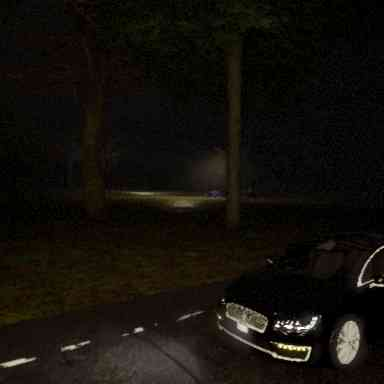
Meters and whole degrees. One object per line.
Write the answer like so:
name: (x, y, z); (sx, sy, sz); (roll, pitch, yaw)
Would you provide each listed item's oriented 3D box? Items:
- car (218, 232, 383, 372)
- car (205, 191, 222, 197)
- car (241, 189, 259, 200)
car: (2.637, 1.516, 5.745); (4.892, 1.490, 1.837); (0, 0, -35)
car: (4.871, 0.416, 75.407); (1.812, 1.442, 4.674); (1, 0, -35)
car: (10.875, 0.442, 66.928); (2.150, 2.045, 5.566); (1, 0, -35)
